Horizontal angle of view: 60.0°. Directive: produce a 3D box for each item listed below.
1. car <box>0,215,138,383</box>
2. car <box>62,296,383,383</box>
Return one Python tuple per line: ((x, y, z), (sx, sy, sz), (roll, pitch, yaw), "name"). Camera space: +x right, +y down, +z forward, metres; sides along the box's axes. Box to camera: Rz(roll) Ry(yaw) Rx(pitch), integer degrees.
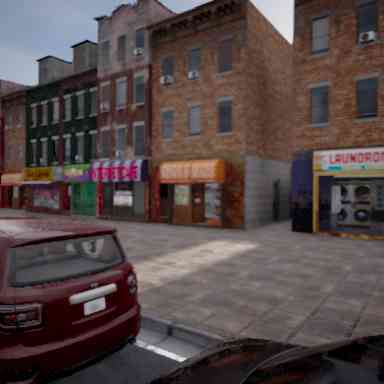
((-2.979, 1.281, 4.934), (5.009, 1.841, 2.192), (0, 0, 36), "car")
((1.469, 1.568, 1.759), (4.313, 1.339, 1.947), (0, 0, 36), "car")
